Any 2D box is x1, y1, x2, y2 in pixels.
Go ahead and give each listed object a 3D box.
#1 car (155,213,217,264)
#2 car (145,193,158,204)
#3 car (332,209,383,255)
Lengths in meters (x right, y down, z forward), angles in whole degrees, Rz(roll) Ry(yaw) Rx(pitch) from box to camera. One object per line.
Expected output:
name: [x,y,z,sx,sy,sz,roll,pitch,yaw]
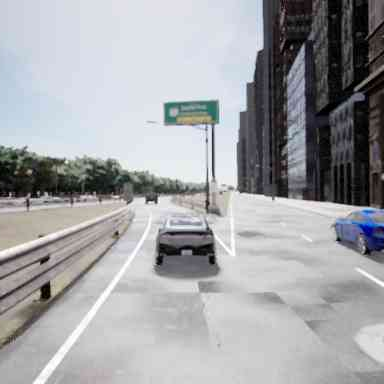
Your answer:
car: [-0.262,1.475,11.714,2.128,1.511,4.902,0,0,-3]
car: [-7.390,1.136,60.871,2.150,2.045,5.566,-1,0,-9]
car: [6.965,1.407,12.839,1.882,1.535,5.008,-1,0,7]
